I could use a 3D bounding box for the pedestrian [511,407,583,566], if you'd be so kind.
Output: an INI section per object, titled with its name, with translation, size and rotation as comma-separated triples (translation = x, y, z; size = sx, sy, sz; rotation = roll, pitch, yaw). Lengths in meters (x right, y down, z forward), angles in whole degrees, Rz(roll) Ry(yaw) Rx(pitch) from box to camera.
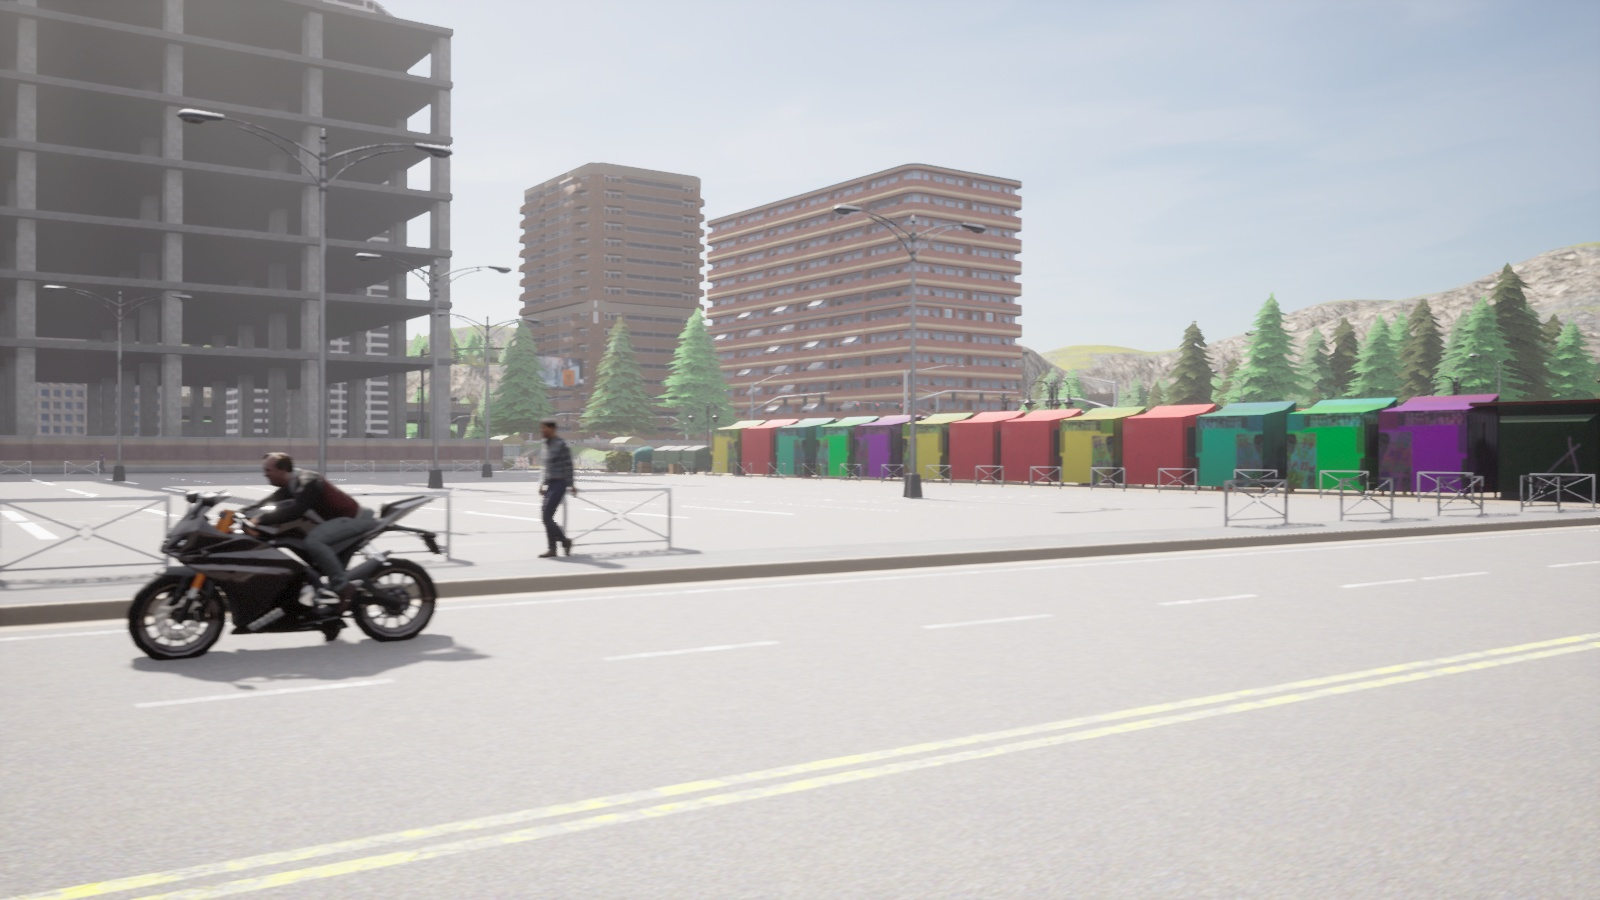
[pedestrian]
translation = -3.187, 0.447, 15.833
size = 0.788, 1.949, 0.423
rotation = 0, 0, -35

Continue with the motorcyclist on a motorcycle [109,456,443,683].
[motorcyclist on a motorcycle]
translation = -3.911, 0.810, 9.456
size = 2.191, 1.530, 0.866
rotation = 0, 0, -34
